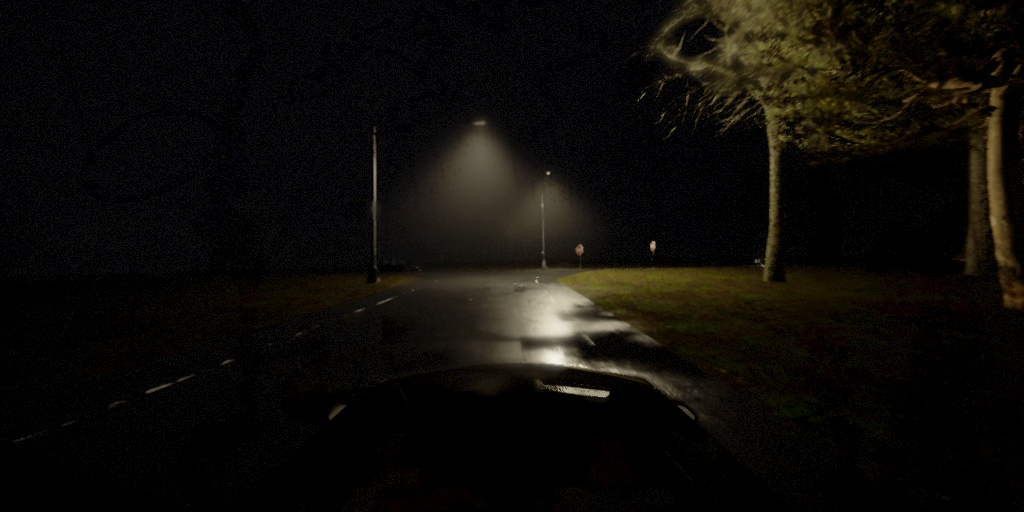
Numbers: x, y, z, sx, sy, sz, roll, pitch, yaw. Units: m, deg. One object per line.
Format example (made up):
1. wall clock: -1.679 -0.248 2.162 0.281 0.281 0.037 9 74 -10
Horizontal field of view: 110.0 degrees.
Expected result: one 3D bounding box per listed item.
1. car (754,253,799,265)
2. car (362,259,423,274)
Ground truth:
1. car: 30.904 0.352 41.946 4.674 1.442 1.812 -2 -2 -1
2. car: -11.408 0.979 34.313 5.357 1.411 2.033 0 -1 0
